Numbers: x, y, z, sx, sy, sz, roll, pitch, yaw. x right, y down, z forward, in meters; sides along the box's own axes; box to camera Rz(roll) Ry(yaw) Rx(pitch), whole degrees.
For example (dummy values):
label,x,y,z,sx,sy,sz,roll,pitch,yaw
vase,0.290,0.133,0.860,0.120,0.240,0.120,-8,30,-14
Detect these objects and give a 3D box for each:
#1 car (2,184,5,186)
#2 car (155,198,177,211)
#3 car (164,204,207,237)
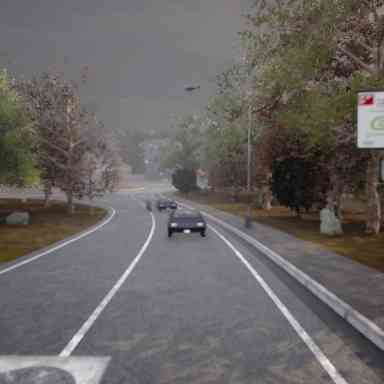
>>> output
label,x,y,z,sx,sy,sz,roll,pitch,yaw
car,-43.661,-1.921,75.370,1.812,1.442,4.674,0,5,0
car,-2.833,1.253,35.431,1.895,1.301,4.718,-1,2,-11
car,-0.382,1.553,17.827,1.895,1.301,4.718,0,0,-4
